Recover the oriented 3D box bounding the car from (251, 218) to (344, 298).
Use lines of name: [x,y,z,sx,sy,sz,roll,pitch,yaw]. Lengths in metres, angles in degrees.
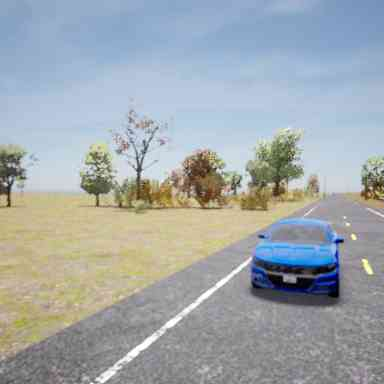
car: [2.960,1.497,9.002,1.882,1.535,5.008,0,0,23]
